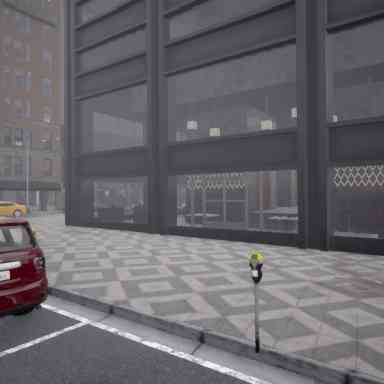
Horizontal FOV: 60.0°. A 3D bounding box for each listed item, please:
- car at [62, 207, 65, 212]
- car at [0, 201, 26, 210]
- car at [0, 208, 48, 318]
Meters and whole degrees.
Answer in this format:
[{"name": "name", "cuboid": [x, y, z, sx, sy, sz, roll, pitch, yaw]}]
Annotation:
[{"name": "car", "cuboid": [-12.461, 1.794, 39.157, 2.033, 1.411, 5.357, -1, -1, 35]}, {"name": "car", "cuboid": [-18.234, 1.641, 31.175, 1.882, 1.535, 5.008, -1, -1, 36]}, {"name": "car", "cuboid": [-4.743, 1.317, 6.248, 5.009, 1.841, 2.192, 0, -1, 36]}]
